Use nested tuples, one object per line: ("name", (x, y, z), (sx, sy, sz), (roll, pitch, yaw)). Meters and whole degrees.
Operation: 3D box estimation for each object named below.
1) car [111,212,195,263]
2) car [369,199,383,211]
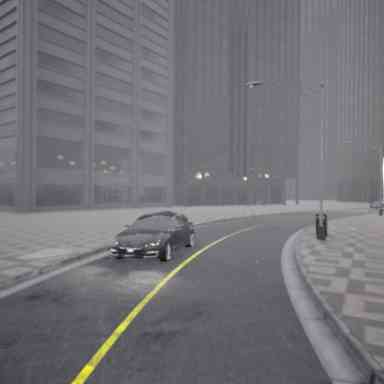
("car", (-1.226, 1.540, 12.427), (1.837, 1.490, 4.892), (0, 0, 16))
("car", (26.771, 1.740, 46.037), (4.902, 1.511, 2.128), (0, 0, -25))
